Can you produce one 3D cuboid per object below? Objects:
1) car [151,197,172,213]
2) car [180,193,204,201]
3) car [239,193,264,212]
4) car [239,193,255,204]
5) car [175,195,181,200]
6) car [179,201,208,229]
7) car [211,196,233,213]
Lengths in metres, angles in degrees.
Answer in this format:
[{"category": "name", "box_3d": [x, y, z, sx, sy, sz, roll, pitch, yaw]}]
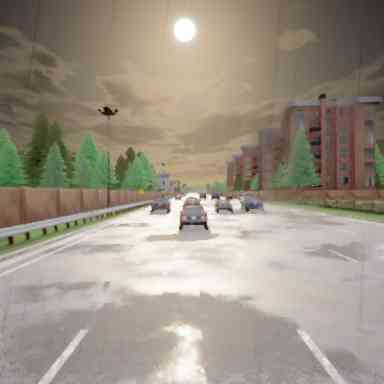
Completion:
[{"category": "car", "box_3d": [-3.484, 1.388, 38.512, 2.097, 1.767, 4.553, 0, 0, 0]}, {"category": "car", "box_3d": [0.007, 1.369, 39.457, 2.097, 1.767, 4.553, 0, 0, 0]}, {"category": "car", "box_3d": [7.008, 1.331, 38.965, 2.097, 1.767, 4.553, 0, 0, 0]}, {"category": "car", "box_3d": [10.365, 1.194, 63.498, 2.150, 2.045, 5.566, 0, 0, 0]}, {"category": "car", "box_3d": [-3.836, 1.590, 94.811, 2.128, 1.511, 4.902, 0, 0, 0]}, {"category": "car", "box_3d": [0.102, 1.557, 21.906, 2.033, 1.411, 5.357, 0, 0, 0]}, {"category": "car", "box_3d": [3.500, 1.546, 37.461, 2.033, 1.411, 5.357, 0, 0, 0]}]
